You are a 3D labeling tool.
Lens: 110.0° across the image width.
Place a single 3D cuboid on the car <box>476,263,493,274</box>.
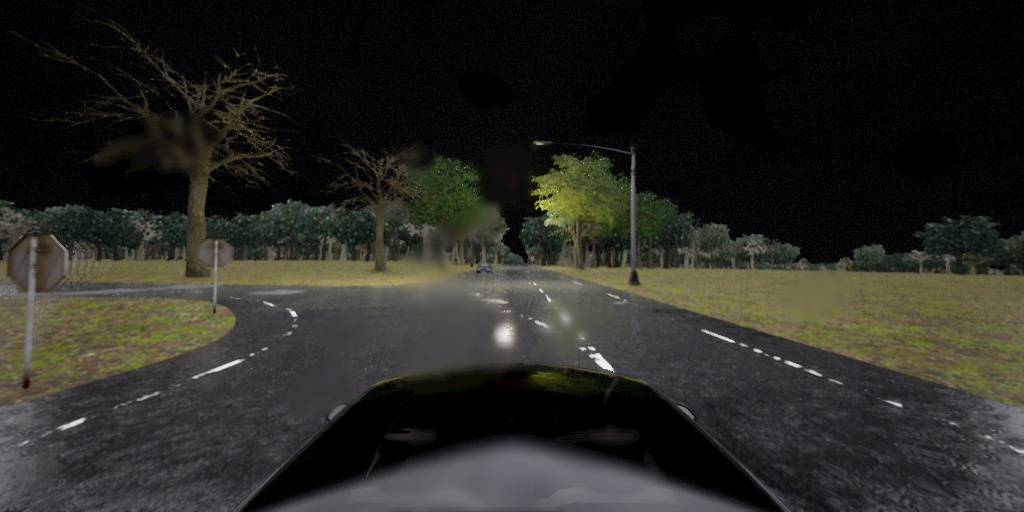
[{"bbox_3d":[-3.537,1.646,46.651,1.994,1.385,4.181,0,-1,0],"label":"car"}]
